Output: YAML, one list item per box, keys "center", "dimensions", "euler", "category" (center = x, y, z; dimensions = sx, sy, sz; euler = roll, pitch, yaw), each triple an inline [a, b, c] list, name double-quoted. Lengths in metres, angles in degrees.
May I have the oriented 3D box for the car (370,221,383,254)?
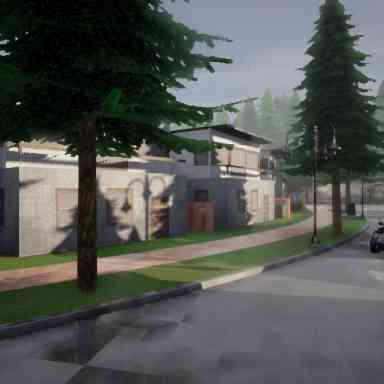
- center: [8.151, 1.563, 12.560]
  dimensions: [1.994, 1.385, 4.181]
  euler: [0, 0, 38]
  category: "car"
